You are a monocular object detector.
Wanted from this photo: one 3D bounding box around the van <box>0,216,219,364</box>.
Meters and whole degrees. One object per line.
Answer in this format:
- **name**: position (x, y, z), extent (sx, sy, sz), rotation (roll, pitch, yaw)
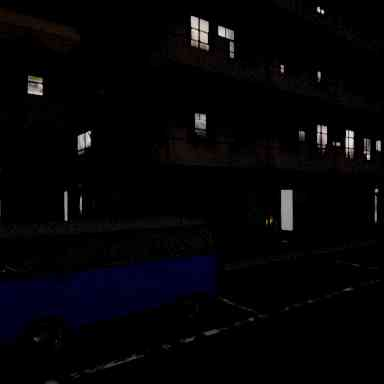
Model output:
- **van**: position (-1.424, 1.341, 5.554), extent (3.998, 1.788, 1.690), rotation (0, 0, -36)
